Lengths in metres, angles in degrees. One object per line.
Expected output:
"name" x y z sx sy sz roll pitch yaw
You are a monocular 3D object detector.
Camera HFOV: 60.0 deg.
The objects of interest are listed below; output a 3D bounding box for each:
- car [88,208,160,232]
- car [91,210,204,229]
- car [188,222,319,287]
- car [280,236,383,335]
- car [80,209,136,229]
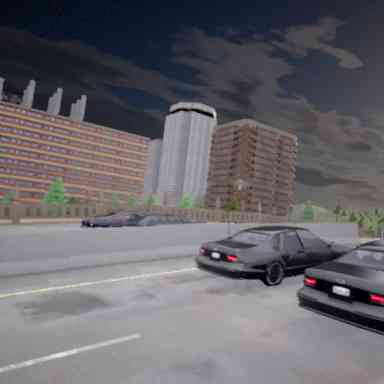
"car" -4.440 1.793 22.039 4.181 1.385 1.994 3 -2 -34
"car" -1.618 1.712 15.491 5.357 1.411 2.033 2 -1 -34
"car" 2.655 1.708 9.692 5.357 1.411 2.033 2 -1 -34
"car" 4.423 1.691 6.661 5.357 1.411 2.033 2 -1 -34
"car" -3.636 1.773 18.351 4.718 1.301 1.895 2 -1 -34
